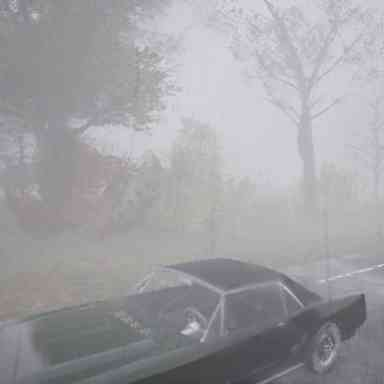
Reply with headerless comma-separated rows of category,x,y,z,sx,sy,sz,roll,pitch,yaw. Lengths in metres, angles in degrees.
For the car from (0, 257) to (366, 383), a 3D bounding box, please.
car,0.033,1.600,4.018,4.718,1.301,1.895,0,0,-36
